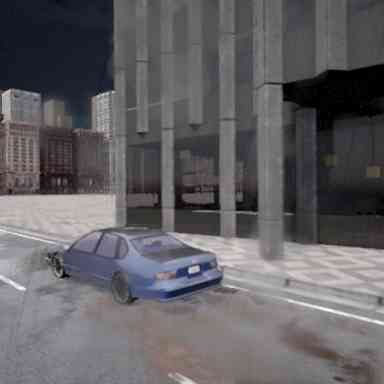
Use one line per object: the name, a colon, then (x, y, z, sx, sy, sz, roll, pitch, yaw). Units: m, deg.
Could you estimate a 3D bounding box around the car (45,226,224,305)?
car: (-1.742, 1.570, 8.213, 5.357, 1.411, 2.033, -1, 0, 45)
